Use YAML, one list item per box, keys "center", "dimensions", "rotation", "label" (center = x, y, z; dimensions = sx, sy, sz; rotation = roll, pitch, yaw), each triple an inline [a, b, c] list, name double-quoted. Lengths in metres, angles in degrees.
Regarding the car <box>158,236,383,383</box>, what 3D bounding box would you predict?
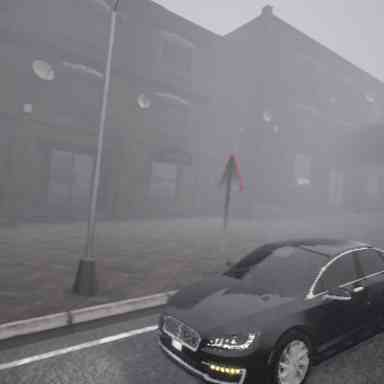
- center: [1.805, 1.538, 5.276]
  dimensions: [4.892, 1.490, 1.837]
  rotation: [0, 0, -35]
  label: "car"
